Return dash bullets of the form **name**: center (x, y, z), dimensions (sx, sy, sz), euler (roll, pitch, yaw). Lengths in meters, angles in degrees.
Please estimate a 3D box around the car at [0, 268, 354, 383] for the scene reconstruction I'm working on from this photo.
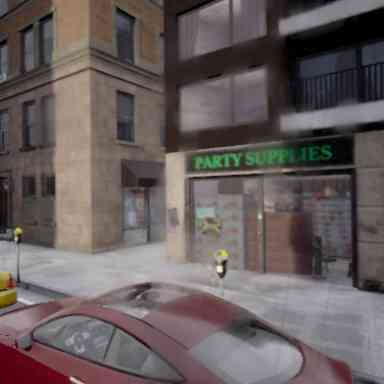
- **car**: center (-0.610, 1.598, 3.291), dimensions (4.206, 1.307, 1.802), euler (0, -1, 36)
